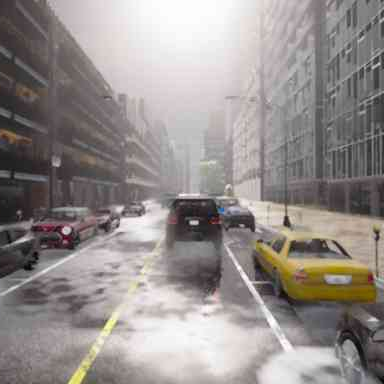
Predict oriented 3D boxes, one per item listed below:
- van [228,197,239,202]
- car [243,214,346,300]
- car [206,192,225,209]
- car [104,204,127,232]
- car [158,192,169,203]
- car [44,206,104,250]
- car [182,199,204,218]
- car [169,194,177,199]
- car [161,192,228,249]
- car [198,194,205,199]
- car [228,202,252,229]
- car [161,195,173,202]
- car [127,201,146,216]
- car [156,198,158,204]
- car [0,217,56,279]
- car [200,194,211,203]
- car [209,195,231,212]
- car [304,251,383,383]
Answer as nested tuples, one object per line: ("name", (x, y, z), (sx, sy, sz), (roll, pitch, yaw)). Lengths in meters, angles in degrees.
("van", (2.584, 1.262, 24.966), (1.690, 1.788, 3.998), (1, 0, 0))
("car", (2.578, 1.499, 8.180), (1.752, 1.417, 4.829), (1, 0, 0))
("car", (2.992, 1.092, 43.927), (2.150, 2.045, 5.566), (0, 0, 0))
("car", (-5.301, 1.520, 19.485), (1.802, 1.307, 4.206), (1, 0, 0))
("car", (-2.833, 1.086, 43.864), (2.150, 2.045, 5.566), (0, 0, 0))
("car", (-5.300, 1.396, 13.838), (1.967, 1.590, 4.097), (1, 0, 0))
("car", (0.093, 1.409, 30.524), (1.837, 1.490, 4.892), (0, 0, 0))
("car", (-5.250, 1.255, 92.720), (1.752, 1.417, 4.829), (1, 0, 0))
("car", (0.087, 1.174, 14.329), (2.150, 2.045, 5.566), (0, 0, 0))
("car", (2.597, 1.280, 92.795), (2.008, 1.369, 4.403), (1, 0, 0))
("car", (2.580, 1.489, 19.314), (2.008, 1.369, 4.403), (1, 0, 0))
("car", (-5.262, 1.339, 70.304), (2.008, 1.369, 4.403), (1, 0, 0))
("car", (-5.298, 1.485, 30.778), (1.802, 1.307, 4.206), (1, 0, 0))
("car", (-5.300, 1.387, 59.011), (1.947, 1.339, 4.313), (1, 0, 0))
("car", (-5.303, 1.540, 8.193), (1.947, 1.339, 4.313), (1, 0, 0))
("car", (2.592, 1.245, 64.532), (1.967, 1.590, 4.097), (1, 0, 0))
("car", (2.997, 1.238, 36.867), (2.097, 1.767, 4.553), (0, 0, 0))
("car", (2.576, 1.543, 2.357), (2.008, 1.369, 4.403), (1, 0, 0))
